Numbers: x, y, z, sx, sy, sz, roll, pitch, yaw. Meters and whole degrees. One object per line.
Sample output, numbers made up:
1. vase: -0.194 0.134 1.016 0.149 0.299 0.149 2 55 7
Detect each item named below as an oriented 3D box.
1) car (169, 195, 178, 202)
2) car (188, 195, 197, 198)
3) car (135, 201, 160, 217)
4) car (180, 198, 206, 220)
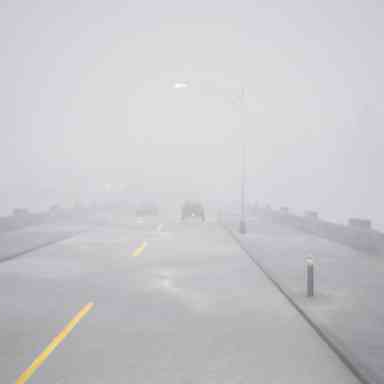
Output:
1. car: -4.019 1.434 72.177 2.128 1.511 4.902 0 0 0
2. car: 0.085 1.362 56.589 2.097 1.767 4.553 0 0 0
3. car: -4.086 1.570 31.163 1.994 1.385 4.181 0 0 0
4. car: 0.091 1.510 28.101 1.837 1.490 4.892 0 0 0
